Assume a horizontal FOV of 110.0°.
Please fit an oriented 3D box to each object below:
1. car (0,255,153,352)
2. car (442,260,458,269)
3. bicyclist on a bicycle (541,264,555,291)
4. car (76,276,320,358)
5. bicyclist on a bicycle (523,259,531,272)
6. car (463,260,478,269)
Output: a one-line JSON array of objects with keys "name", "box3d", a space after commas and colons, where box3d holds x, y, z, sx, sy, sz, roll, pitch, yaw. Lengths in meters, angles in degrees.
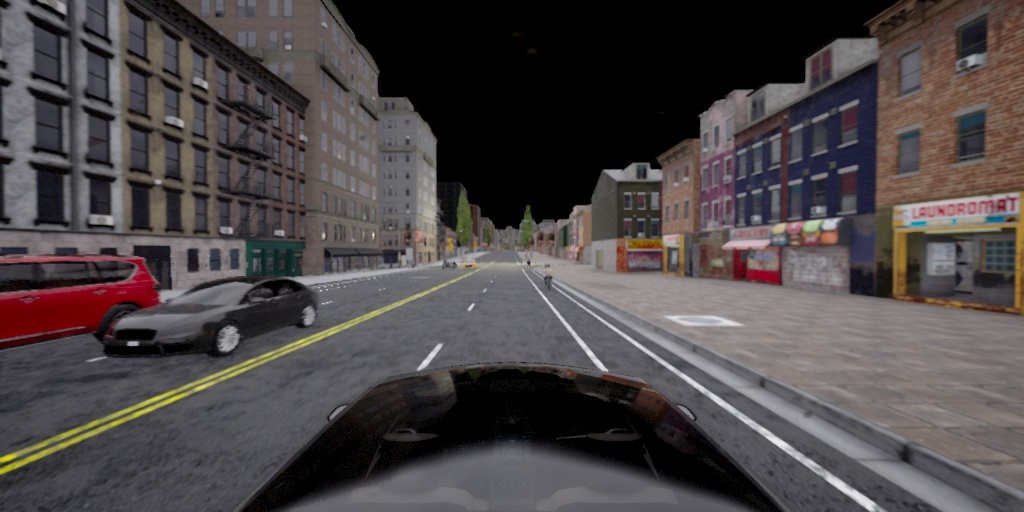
[{"name": "car", "box3d": [-9.855, 0.995, 6.656, 2.150, 2.045, 5.566, 0, 0, 0]}, {"name": "car", "box3d": [-9.799, 1.386, 56.549, 1.994, 1.385, 4.181, 0, 0, 0]}, {"name": "bicyclist on a bicycle", "box3d": [2.234, 1.303, 22.023, 0.866, 1.612, 1.509, 0, 0, 0]}, {"name": "car", "box3d": [-6.607, 1.289, 8.677, 1.837, 1.490, 4.892, 0, 0, 0]}, {"name": "bicyclist on a bicycle", "box3d": [2.210, 1.216, 47.421, 0.659, 1.776, 1.843, 0, 1, 0]}, {"name": "car", "box3d": [-6.549, 1.316, 56.589, 1.882, 1.535, 5.008, 0, 0, 0]}]
